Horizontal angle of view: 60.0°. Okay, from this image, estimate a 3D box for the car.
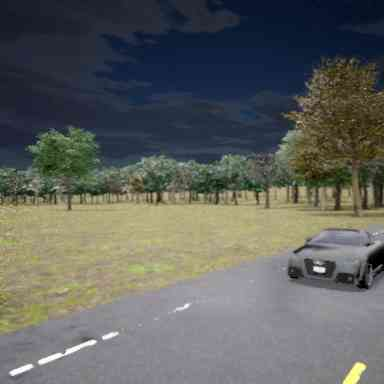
[{"bbox_3d":[4.467,1.794,9.928,1.994,1.385,4.181,-2,-2,39],"label":"car"}]
